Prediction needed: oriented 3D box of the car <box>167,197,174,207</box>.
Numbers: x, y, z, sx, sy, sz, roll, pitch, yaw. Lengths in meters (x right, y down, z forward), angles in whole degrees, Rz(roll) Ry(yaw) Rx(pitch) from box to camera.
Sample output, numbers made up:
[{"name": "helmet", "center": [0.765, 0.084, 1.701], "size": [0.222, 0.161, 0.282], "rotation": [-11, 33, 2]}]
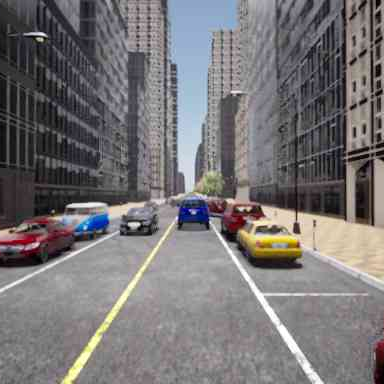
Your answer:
[{"name": "car", "center": [-3.014, 2.020, 61.675], "size": [1.837, 1.490, 4.892], "rotation": [0, 0, 1]}]

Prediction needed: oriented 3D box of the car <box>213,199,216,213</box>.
[{"name": "car", "center": [2.705, 1.629, 35.198], "size": [2.192, 1.841, 5.009], "rotation": [0, 0, 0]}]

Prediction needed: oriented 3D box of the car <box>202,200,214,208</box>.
[{"name": "car", "center": [2.715, 2.036, 57.988], "size": [1.887, 1.381, 4.507], "rotation": [0, 0, 0]}]

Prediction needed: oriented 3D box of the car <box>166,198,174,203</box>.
[{"name": "car", "center": [-5.653, 2.249, 86.477], "size": [1.947, 1.339, 4.313], "rotation": [0, 0, 0]}]

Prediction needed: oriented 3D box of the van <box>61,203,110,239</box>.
[{"name": "van", "center": [-5.683, 1.506, 18.113], "size": [1.690, 1.788, 3.998], "rotation": [0, -1, 0]}]

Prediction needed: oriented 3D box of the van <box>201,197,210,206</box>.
[{"name": "van", "center": [2.721, 1.912, 69.382], "size": [1.690, 1.788, 3.998], "rotation": [0, 0, 0]}]

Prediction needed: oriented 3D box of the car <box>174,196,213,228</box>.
[{"name": "car", "center": [0.111, 1.442, 23.952], "size": [2.150, 2.045, 5.566], "rotation": [0, 0, 0]}]

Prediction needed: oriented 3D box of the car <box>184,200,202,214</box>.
[{"name": "car", "center": [0.118, 1.859, 41.854], "size": [2.128, 1.511, 4.902], "rotation": [0, -1, 0]}]

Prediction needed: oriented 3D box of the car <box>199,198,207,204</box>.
[{"name": "car", "center": [2.725, 2.229, 80.777], "size": [1.802, 1.307, 4.206], "rotation": [0, 0, 0]}]

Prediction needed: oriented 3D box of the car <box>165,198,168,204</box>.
[{"name": "car", "center": [-5.655, 2.197, 80.781], "size": [2.008, 1.369, 4.403], "rotation": [0, 0, 0]}]

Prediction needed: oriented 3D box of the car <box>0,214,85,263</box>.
[{"name": "car", "center": [-5.685, 1.695, 12.412], "size": [1.802, 1.307, 4.206], "rotation": [0, -1, 0]}]

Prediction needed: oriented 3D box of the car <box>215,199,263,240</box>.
[{"name": "car", "center": [2.698, 1.481, 18.108], "size": [2.192, 1.841, 5.009], "rotation": [0, -1, 0]}]

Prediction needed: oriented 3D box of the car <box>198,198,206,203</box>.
[{"name": "car", "center": [2.729, 2.285, 92.171], "size": [1.947, 1.339, 4.313], "rotation": [0, 0, 0]}]

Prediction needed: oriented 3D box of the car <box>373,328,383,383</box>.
[{"name": "car", "center": [2.691, 1.326, 1.017], "size": [2.192, 1.841, 5.009], "rotation": [0, -1, 0]}]

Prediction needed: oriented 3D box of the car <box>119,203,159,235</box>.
[{"name": "car", "center": [-3.092, 1.675, 20.163], "size": [2.128, 1.511, 4.902], "rotation": [0, -1, 0]}]

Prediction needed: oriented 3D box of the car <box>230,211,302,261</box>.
[{"name": "car", "center": [2.695, 1.641, 12.578], "size": [1.752, 1.417, 4.829], "rotation": [0, -1, 0]}]

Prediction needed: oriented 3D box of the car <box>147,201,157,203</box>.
[{"name": "car", "center": [-5.671, 1.971, 46.597], "size": [1.947, 1.339, 4.313], "rotation": [0, 0, 0]}]
